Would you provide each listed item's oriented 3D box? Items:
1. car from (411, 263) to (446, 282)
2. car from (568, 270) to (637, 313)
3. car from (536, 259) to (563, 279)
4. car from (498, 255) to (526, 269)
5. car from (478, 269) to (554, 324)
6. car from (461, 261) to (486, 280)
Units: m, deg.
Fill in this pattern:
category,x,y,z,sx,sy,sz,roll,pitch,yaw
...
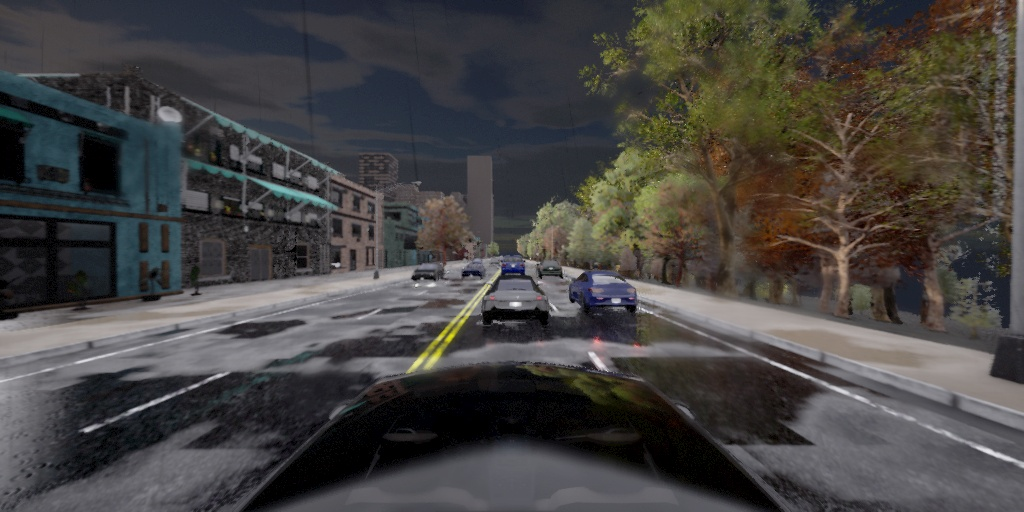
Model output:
category,x,y,z,sx,sy,sz,roll,pitch,yaw
car,-6.597,1.291,28.983,2.033,1.411,5.357,0,0,0
car,3.364,1.274,13.855,1.812,1.442,4.674,0,0,0
car,3.352,1.096,32.880,2.097,1.767,4.553,0,0,0
car,0.102,0.965,33.863,2.150,2.045,5.566,0,0,0
car,0.101,1.312,11.979,1.994,1.385,4.181,0,0,0
car,-3.345,1.344,31.824,1.895,1.301,4.718,0,0,0
